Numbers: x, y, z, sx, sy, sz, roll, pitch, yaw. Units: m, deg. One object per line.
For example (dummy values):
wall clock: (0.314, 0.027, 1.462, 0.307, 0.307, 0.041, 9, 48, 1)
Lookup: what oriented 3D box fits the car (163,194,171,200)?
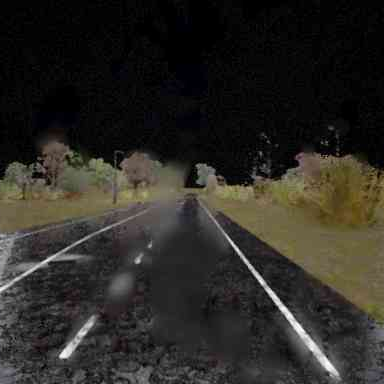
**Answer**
car: (-6.925, 1.336, 92.908, 1.882, 1.535, 5.008, 0, 0, 0)
